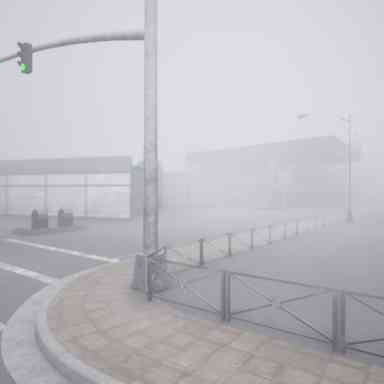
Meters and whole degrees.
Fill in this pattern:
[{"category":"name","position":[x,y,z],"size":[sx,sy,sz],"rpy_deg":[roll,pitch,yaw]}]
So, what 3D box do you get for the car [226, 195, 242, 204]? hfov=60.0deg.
[{"category":"car","position":[7.563,1.440,62.733],"size":[2.242,1.667,4.611],"rpy_deg":[0,0,36]}]
